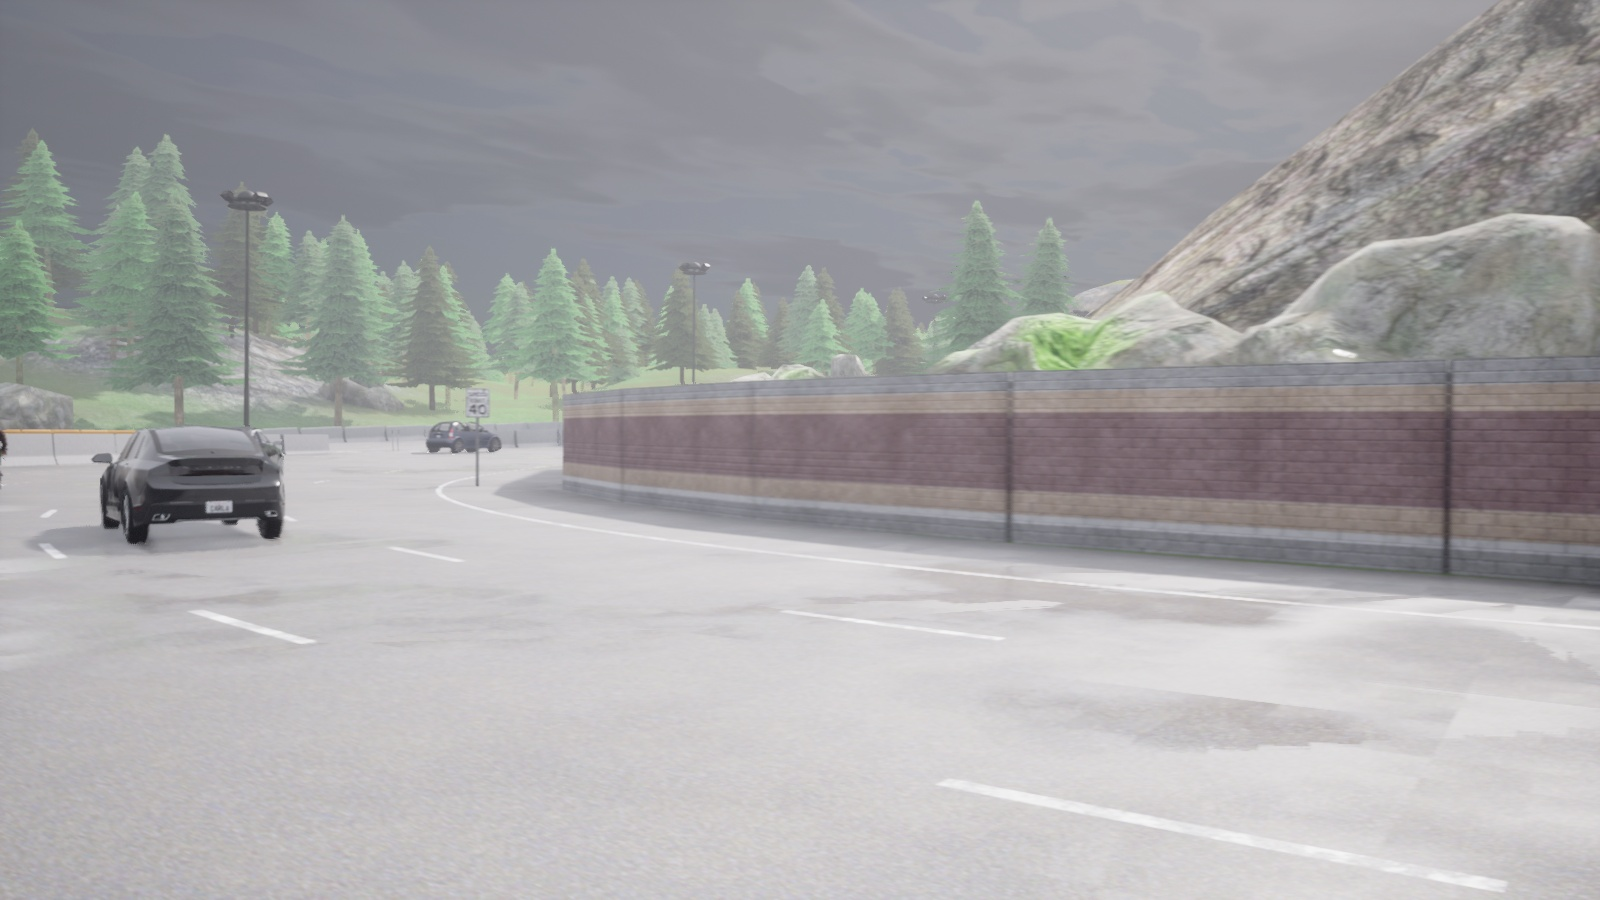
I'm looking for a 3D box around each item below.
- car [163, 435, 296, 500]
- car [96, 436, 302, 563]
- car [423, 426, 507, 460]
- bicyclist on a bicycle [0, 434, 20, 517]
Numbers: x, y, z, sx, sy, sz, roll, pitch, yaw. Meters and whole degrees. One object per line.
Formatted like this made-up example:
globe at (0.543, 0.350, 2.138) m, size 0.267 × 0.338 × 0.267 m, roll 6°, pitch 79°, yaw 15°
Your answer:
car at (-14.512, 0.380, 32.235) m, size 2.128 × 1.511 × 4.902 m, roll -1°, pitch 1°, yaw -13°
car at (-8.511, 0.577, 17.530) m, size 1.837 × 1.490 × 4.892 m, roll -2°, pitch 1°, yaw -34°
car at (-16.752, -0.390, 63.032) m, size 1.851 × 1.617 × 3.988 m, roll 0°, pitch 1°, yaw 27°
bicyclist on a bicycle at (-16.083, 0.485, 25.028) m, size 0.582 × 1.620 × 1.656 m, roll 0°, pitch 0°, yaw -20°
